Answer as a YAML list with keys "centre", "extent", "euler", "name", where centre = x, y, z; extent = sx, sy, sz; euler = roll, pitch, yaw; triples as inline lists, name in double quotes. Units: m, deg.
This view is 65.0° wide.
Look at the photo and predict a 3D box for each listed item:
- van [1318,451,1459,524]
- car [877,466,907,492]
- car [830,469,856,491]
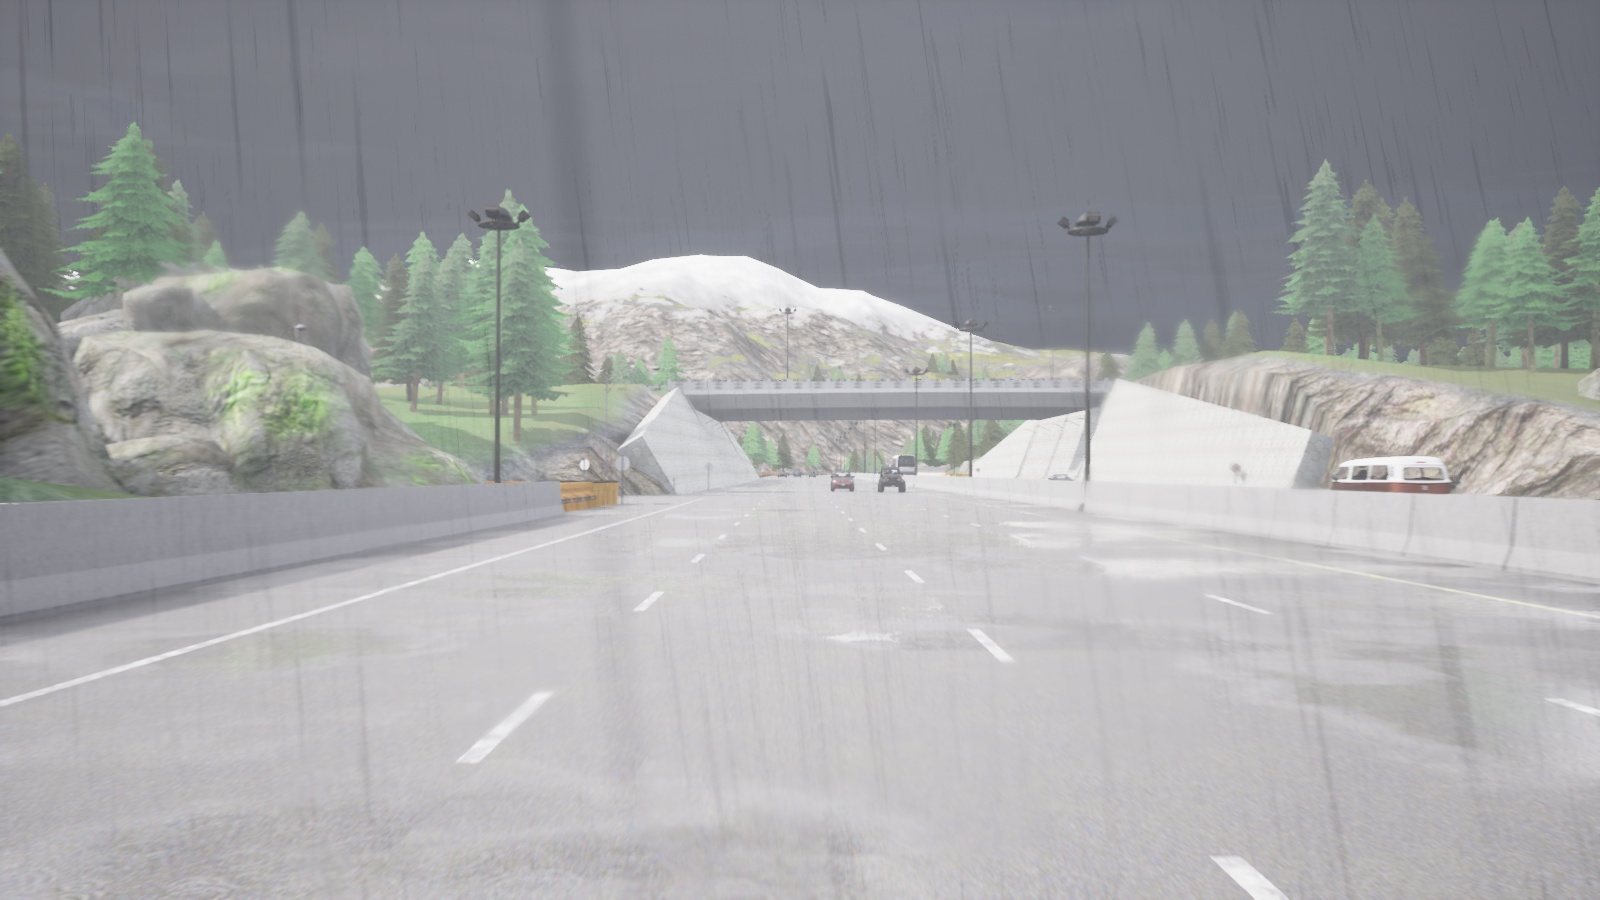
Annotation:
- centre: [17.408, 1.093, 37.429]
  extent: [2.069, 2.038, 4.480]
  euler: [0, -1, 0]
  name: "van"
- centre: [6.774, 2.137, 93.126]
  extent: [1.905, 1.878, 3.866]
  euler: [0, -1, 0]
  name: "car"
- centre: [3.266, 2.311, 96.601]
  extent: [1.851, 1.617, 3.988]
  euler: [0, -1, 0]
  name: "car"
